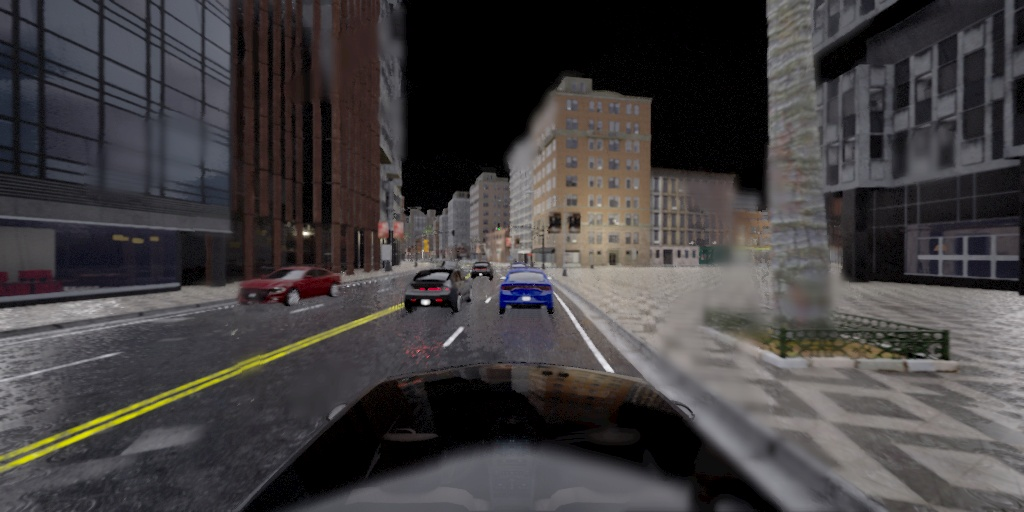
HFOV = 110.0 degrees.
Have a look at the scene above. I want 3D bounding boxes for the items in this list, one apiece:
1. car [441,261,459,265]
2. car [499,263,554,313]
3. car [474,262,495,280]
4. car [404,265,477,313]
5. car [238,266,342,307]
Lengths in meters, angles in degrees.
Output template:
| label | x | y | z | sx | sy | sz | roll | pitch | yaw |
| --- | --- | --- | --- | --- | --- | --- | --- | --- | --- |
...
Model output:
| label | x | y | z | sx | sy | sz | roll | pitch | yaw |
| --- | --- | --- | --- | --- | --- | --- | --- | --- | --- |
| car | -6.110 | 1.242 | 35.202 | 1.837 | 1.490 | 4.892 | 0 | -1 | -2 |
| car | 0.553 | 1.230 | 14.112 | 1.882 | 1.535 | 5.008 | 0 | 0 | 2 |
| car | -2.576 | 1.247 | 31.337 | 1.837 | 1.490 | 4.892 | 0 | 0 | -1 |
| car | -2.701 | 1.248 | 13.986 | 1.837 | 1.490 | 4.892 | 0 | 0 | 2 |
| car | -9.369 | 1.203 | 15.618 | 1.882 | 1.535 | 5.008 | 0 | 0 | 2 |
